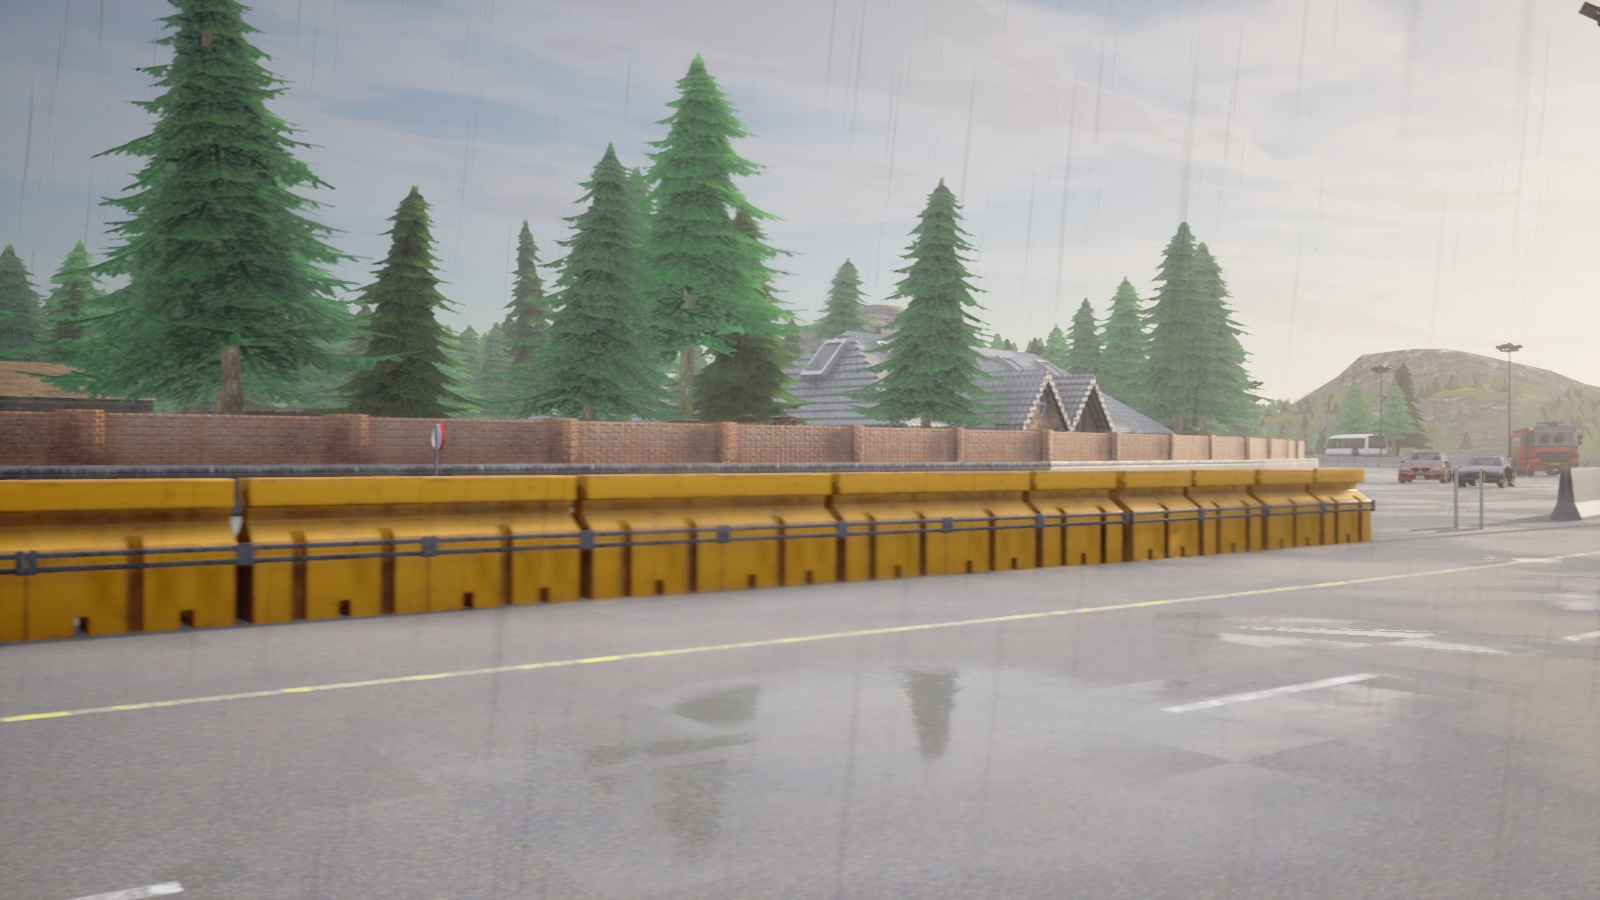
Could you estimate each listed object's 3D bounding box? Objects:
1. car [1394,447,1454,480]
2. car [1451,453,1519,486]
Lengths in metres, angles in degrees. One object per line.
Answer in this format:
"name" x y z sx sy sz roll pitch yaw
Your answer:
"car" 32.316 0.680 64.946 2.242 1.667 4.611 0 0 33
"car" 31.133 0.866 57.004 2.033 1.411 5.357 0 0 36
